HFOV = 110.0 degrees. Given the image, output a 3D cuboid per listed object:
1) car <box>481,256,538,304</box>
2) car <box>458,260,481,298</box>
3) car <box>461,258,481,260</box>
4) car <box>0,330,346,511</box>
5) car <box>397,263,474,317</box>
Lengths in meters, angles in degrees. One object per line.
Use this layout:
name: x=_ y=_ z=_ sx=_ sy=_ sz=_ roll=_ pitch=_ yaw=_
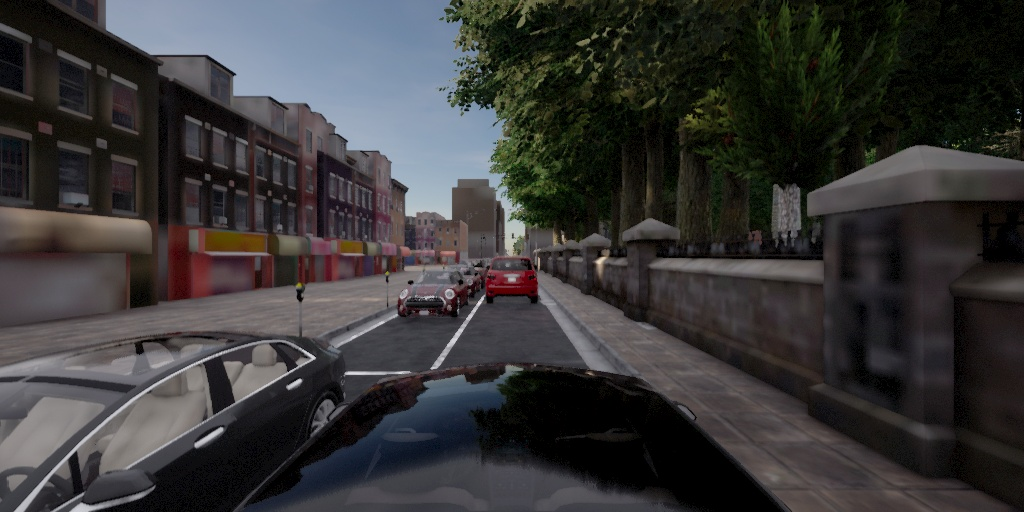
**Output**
car: x=0.000 y=1.007 z=16.530 sx=2.150 sy=2.045 sz=5.566 roll=0 pitch=0 yaw=0
car: x=-2.647 y=1.188 z=18.070 sx=1.967 sy=1.591 sz=4.097 roll=0 pitch=0 yaw=0
car: x=-2.645 y=1.063 z=23.340 sx=2.192 sy=1.841 sz=5.009 roll=0 pitch=0 yaw=0
car: x=-2.651 y=1.297 z=2.258 sx=2.007 sy=1.370 sz=4.403 roll=0 pitch=0 yaw=0
car: x=-2.648 y=1.187 z=12.798 sx=1.967 sy=1.591 sz=4.097 roll=0 pitch=0 yaw=0
